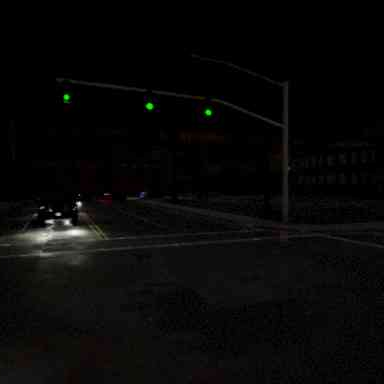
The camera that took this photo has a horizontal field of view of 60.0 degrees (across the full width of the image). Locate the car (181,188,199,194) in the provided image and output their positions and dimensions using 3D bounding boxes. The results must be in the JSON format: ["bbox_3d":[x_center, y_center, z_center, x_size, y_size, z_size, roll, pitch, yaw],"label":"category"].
[{"bbox_3d":[0.207,-0.220,87.866,4.974,1.542,2.038,1,1,39],"label":"car"}]

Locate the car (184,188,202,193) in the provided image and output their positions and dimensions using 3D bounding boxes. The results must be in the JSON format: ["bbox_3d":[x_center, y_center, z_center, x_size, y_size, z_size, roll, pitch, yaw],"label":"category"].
[{"bbox_3d":[0.166,-0.378,87.896,4.536,1.218,1.853,1,1,39],"label":"car"}]

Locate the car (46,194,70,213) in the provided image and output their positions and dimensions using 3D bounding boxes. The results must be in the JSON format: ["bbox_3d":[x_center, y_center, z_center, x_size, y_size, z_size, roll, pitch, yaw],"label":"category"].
[{"bbox_3d":[-12.130,1.002,30.209,1.812,1.442,4.674,-1,1,-21],"label":"car"}]

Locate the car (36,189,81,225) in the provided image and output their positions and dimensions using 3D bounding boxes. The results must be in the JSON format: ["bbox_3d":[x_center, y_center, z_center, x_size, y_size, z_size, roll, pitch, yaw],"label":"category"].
[{"bbox_3d":[-8.564,0.859,21.253,2.150,2.045,5.566,-1,1,-22],"label":"car"}]

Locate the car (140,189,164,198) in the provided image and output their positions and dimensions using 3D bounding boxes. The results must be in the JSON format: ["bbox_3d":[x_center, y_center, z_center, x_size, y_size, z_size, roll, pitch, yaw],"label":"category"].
[{"bbox_3d":[-7.374,0.194,62.338,2.097,1.767,4.553,1,2,44],"label":"car"}]

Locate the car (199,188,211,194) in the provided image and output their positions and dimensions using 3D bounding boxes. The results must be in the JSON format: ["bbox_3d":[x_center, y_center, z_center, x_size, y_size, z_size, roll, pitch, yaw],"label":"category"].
[{"bbox_3d":[3.832,-0.215,86.984,2.038,1.542,4.974,0,1,9],"label":"car"}]

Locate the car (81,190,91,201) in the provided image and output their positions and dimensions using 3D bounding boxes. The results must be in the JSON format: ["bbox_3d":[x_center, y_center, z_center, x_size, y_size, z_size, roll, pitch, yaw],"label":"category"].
[{"bbox_3d":[-16.833,0.470,49.528,2.097,1.767,4.553,0,1,5],"label":"car"}]

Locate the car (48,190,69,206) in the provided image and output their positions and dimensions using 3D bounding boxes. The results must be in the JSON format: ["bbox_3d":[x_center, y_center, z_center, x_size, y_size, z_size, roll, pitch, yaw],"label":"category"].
[{"bbox_3d":[-15.705,0.662,39.413,2.097,1.767,4.553,-1,1,-19],"label":"car"}]

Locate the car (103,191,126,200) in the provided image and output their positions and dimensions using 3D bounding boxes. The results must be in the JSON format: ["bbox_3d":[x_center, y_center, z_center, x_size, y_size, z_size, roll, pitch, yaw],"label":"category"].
[{"bbox_3d":[-12.422,0.516,53.684,2.128,1.511,4.902,0,1,18],"label":"car"}]

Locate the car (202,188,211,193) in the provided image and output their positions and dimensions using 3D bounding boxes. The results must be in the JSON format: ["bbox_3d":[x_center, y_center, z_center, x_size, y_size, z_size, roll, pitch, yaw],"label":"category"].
[{"bbox_3d":[3.840,-0.373,87.033,1.853,1.218,4.536,0,1,9],"label":"car"}]
